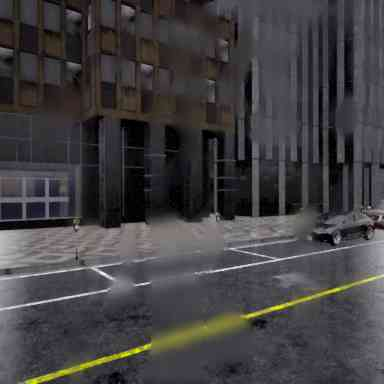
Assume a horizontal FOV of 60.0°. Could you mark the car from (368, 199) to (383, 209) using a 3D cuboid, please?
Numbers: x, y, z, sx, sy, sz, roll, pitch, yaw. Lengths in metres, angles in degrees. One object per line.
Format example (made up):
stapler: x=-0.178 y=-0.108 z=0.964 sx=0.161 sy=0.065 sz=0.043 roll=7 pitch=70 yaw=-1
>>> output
car: x=11.275 y=1.314 z=18.559 sx=5.009 sy=1.841 sz=2.192 roll=0 pitch=0 yaw=-35

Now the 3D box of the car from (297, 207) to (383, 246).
car: x=6.687 y=1.565 z=15.285 sx=4.313 sy=1.339 sz=1.947 roll=0 pitch=0 yaw=-35
